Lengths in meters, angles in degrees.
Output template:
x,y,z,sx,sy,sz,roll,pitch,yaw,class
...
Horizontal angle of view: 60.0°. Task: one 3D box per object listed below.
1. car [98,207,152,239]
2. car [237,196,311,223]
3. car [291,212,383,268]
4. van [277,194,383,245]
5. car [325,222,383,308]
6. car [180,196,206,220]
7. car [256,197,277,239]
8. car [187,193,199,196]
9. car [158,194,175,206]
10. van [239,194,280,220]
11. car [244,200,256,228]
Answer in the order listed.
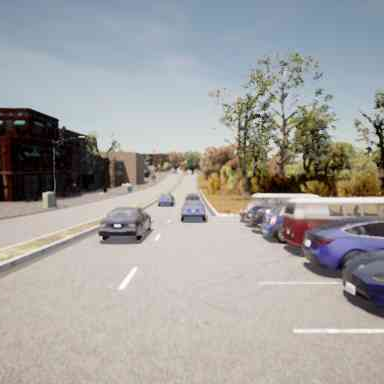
x,y,z,sx,sy,sz,roll,pitch,yaw,class
-3.161,1.446,16.536,2.033,1.411,5.357,0,1,0,car
5.561,1.170,23.068,4.553,1.767,2.185,0,1,0,car
5.565,1.467,9.295,4.792,1.488,2.163,0,0,0,car
5.651,1.193,12.046,4.442,1.987,1.878,0,0,0,van
5.506,1.485,6.543,4.792,1.488,2.163,0,0,0,car
0.092,1.323,25.500,2.033,1.411,5.357,0,1,0,car
5.502,1.269,14.931,4.553,1.767,2.185,0,1,0,car
0.087,0.893,41.984,1.837,1.490,4.892,0,2,0,car
-3.164,0.934,41.985,2.033,1.411,5.357,0,2,0,car
5.415,1.109,20.315,4.442,1.987,1.878,0,1,0,van
5.527,1.368,17.560,4.892,1.521,2.231,0,1,0,car
